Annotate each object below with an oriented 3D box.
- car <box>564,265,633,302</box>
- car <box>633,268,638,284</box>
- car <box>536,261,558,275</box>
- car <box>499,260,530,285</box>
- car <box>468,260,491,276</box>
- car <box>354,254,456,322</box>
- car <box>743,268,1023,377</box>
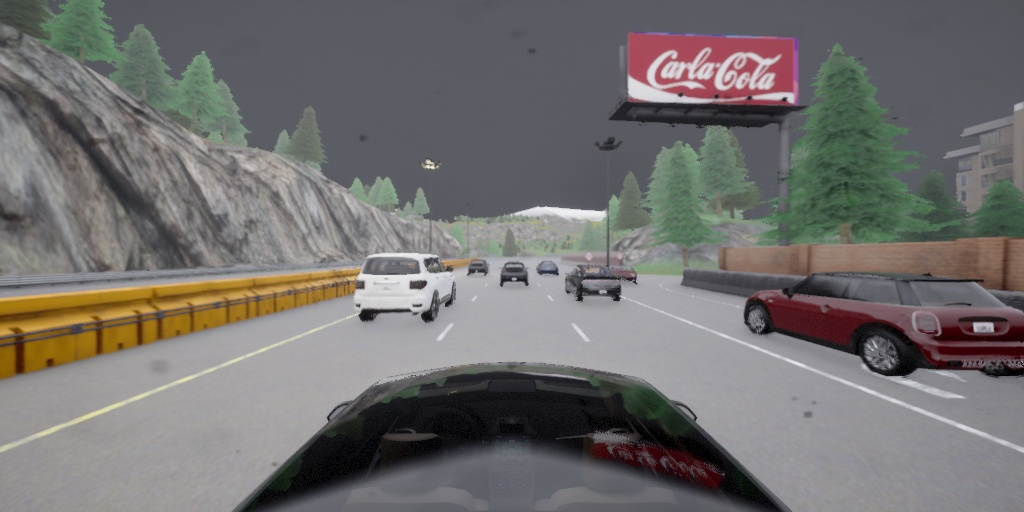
[{"bbox_3d":[3.631,1.201,16.706,2.128,1.511,4.902,0,0,0],"label":"car"},{"bbox_3d":[7.990,1.284,26.126,1.895,1.301,4.718,0,0,15],"label":"car"},{"bbox_3d":[3.672,1.213,37.586,1.994,1.385,4.181,0,0,0],"label":"car"},{"bbox_3d":[0.147,1.189,25.090,1.837,1.490,4.892,0,0,0],"label":"car"},{"bbox_3d":[-3.331,1.156,36.395,1.837,1.490,4.892,0,1,0],"label":"car"},{"bbox_3d":[-3.376,0.941,12.326,2.150,2.045,5.566,0,0,0],"label":"car"},{"bbox_3d":[7.110,1.089,7.527,2.097,1.767,4.553,0,0,0],"label":"car"}]
